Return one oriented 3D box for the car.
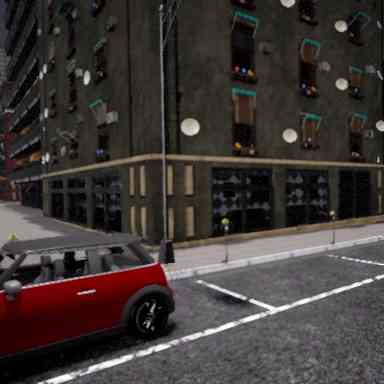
[{"bbox_3d":[-2.352,1.434,4.901,4.097,1.590,1.967,-1,-1,-35],"label":"car"}]
